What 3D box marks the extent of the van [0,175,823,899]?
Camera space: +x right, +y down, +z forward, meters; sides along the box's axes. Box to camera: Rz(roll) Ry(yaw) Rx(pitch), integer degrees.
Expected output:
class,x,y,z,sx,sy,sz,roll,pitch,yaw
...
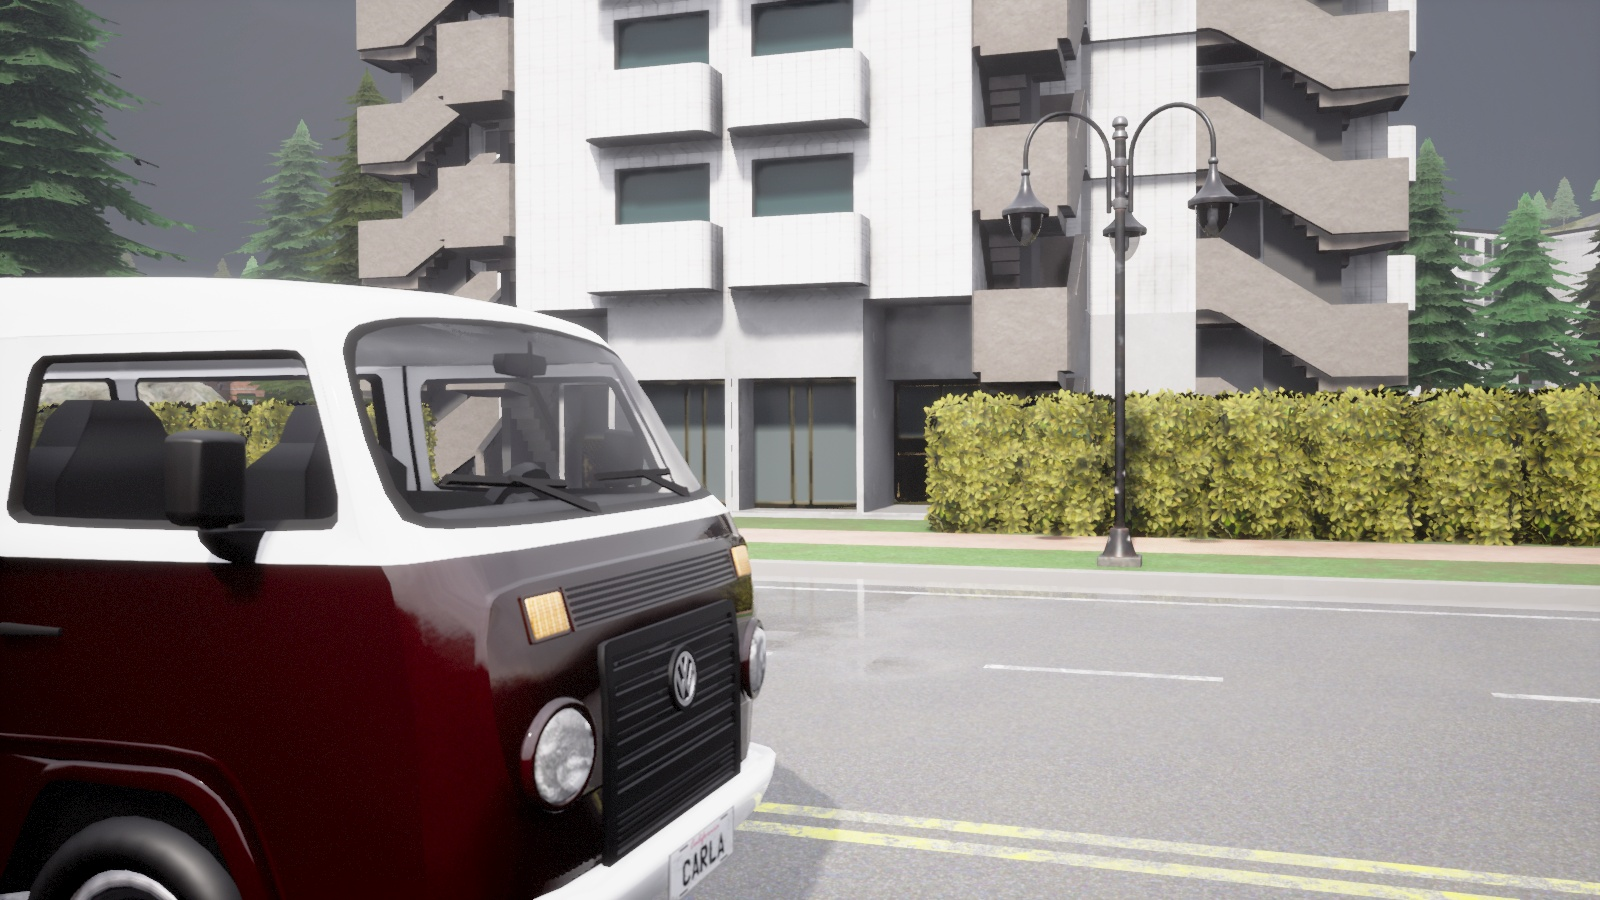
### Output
class,x,y,z,sx,sy,sz,roll,pitch,yaw
van,-2.382,0.475,3.988,4.480,2.038,2.069,1,1,18
